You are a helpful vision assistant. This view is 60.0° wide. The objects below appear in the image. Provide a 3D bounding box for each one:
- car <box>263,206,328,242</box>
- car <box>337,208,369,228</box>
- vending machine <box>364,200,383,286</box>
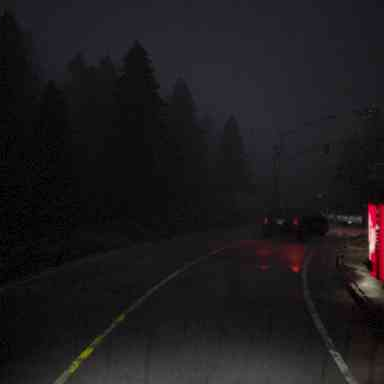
[{"bbox_3d":[5.632,1.520,17.819,2.097,1.767,4.553,0,-1,39],"label":"car"},{"bbox_3d":[12.772,1.832,24.492,4.718,1.301,1.895,0,-1,-36],"label":"car"},{"bbox_3d":[5.125,1.276,8.561,1.100,2.100,0.880,0,-1,18],"label":"vending machine"}]
